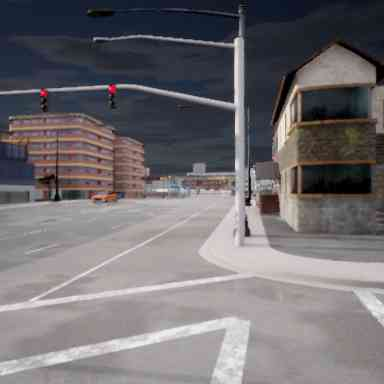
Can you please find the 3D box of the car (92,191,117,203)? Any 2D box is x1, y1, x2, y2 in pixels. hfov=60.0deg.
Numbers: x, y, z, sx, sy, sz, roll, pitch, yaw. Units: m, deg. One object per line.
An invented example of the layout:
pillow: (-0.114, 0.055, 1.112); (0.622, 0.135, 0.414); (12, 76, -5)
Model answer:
car: (-12.247, 0.655, 46.671); (2.097, 1.767, 4.553); (0, 1, 10)
